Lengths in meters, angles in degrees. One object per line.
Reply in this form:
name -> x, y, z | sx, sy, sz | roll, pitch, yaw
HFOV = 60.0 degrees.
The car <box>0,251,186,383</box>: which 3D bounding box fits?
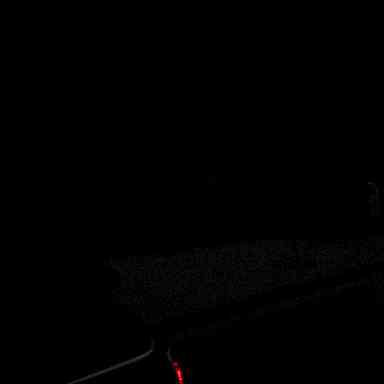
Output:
car -> -2.225, 1.353, 1.792 | 4.553, 1.767, 2.097 | 0, 0, -36
